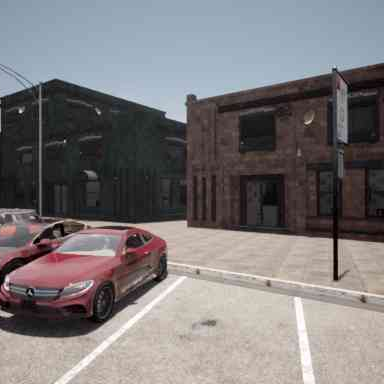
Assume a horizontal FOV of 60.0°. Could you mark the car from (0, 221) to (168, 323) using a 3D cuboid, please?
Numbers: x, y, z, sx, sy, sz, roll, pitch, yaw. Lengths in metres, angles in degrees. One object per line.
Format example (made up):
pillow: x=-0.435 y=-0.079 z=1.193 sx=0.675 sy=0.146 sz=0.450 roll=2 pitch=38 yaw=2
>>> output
car: x=-1.940 y=1.527 z=7.450 sx=2.002 sy=1.452 sz=4.674 roll=1 pitch=-1 yaw=15

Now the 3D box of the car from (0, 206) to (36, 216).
car: x=-6.826 y=1.366 z=10.953 sx=2.185 sy=1.767 sz=4.553 roll=1 pitch=-1 yaw=15

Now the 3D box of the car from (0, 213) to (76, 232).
car: x=-4.398 y=1.518 z=9.156 sx=2.163 sy=1.488 sz=4.792 roll=1 pitch=-1 yaw=15
